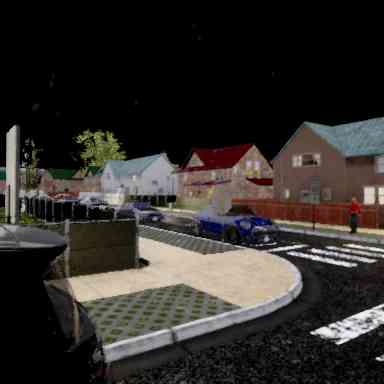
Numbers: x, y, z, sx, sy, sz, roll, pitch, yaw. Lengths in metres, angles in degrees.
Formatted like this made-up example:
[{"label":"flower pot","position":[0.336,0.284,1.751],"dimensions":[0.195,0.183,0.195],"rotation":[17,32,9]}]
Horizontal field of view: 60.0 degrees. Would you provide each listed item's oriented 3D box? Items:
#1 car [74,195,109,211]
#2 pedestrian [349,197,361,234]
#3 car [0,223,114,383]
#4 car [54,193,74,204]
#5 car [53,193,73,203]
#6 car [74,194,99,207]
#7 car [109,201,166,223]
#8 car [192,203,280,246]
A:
[{"label":"car","position":[-9.482,1.247,32.497],"dimensions":[2.128,1.511,4.902],"rotation":[0,0,-34]},{"label":"pedestrian","position":[8.186,1.161,16.878],"dimensions":[0.375,1.860,0.375],"rotation":[1,-1,-34]},{"label":"car","position":[-2.991,1.208,0.937],"dimensions":[5.566,2.045,2.150],"rotation":[0,0,-35]},{"label":"car","position":[-15.084,1.214,40.802],"dimensions":[1.994,1.385,4.181],"rotation":[0,0,-34]},{"label":"car","position":[-21.630,0.972,55.645],"dimensions":[1.882,1.535,5.008],"rotation":[0,0,-34]},{"label":"car","position":[-14.192,1.114,44.698],"dimensions":[1.882,1.535,5.008],"rotation":[0,1,-34]},{"label":"car","position":[-3.935,1.405,24.304],"dimensions":[2.033,1.411,5.357],"rotation":[0,0,-34]},{"label":"car","position":[1.893,1.316,15.370],"dimensions":[2.097,1.767,4.553],"rotation":[0,0,-30]}]
